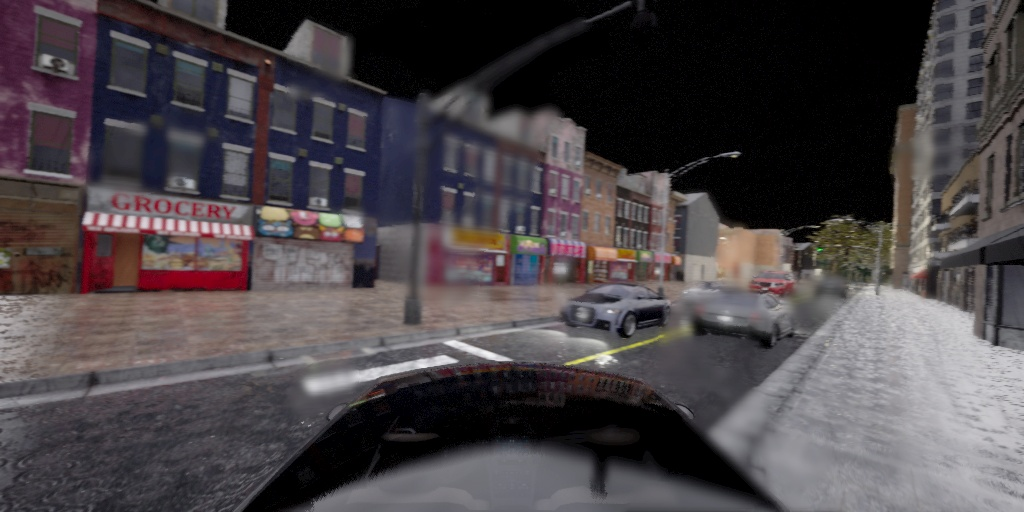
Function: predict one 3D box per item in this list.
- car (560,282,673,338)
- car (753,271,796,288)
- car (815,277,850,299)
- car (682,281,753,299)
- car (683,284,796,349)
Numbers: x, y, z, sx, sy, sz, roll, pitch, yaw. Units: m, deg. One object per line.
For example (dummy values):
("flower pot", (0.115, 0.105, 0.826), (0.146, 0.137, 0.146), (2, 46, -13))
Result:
("car", (3.369, 1.543, 11.215), (4.181, 1.385, 1.994), (3, -1, -45))
("car", (20.694, 2.199, 28.304), (5.566, 2.045, 2.150), (3, -1, -44))
("car", (28.665, 2.757, 32.075), (4.553, 1.767, 2.097), (4, -1, -45))
("car", (10.348, 1.981, 18.116), (4.718, 1.301, 1.895), (3, -1, -45))
("car", (7.081, 1.724, 10.824), (4.181, 1.385, 1.994), (3, -1, -44))
